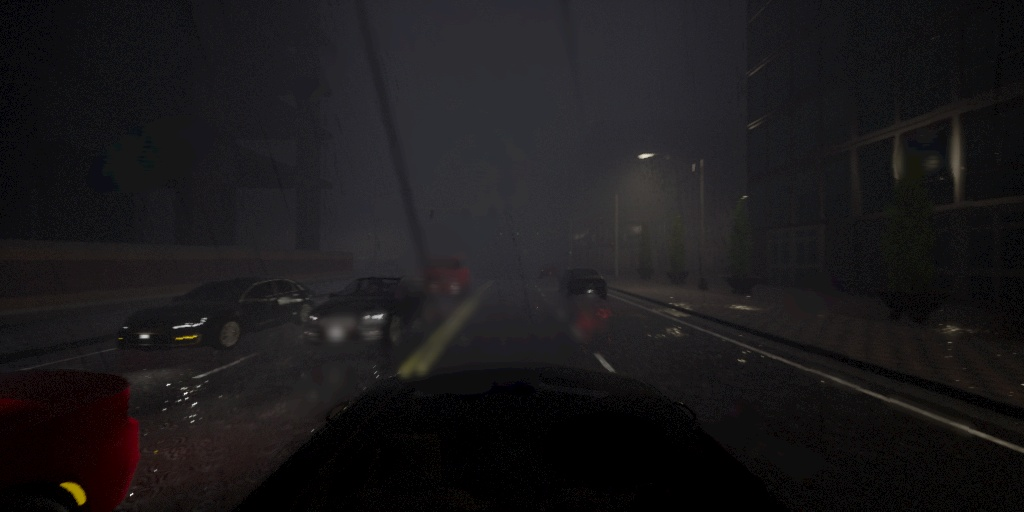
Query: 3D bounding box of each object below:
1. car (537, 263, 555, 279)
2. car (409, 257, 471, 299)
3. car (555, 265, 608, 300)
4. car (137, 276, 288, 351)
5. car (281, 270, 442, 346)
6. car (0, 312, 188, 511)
[{"bbox_3d":[3.540,1.426,34.397,1.812,1.442,4.674,0,0,0],"label":"car"},{"bbox_3d":[-3.537,1.065,19.314,2.150,2.045,5.566,0,0,1],"label":"car"},{"bbox_3d":[3.545,1.338,18.477,1.837,1.490,4.892,0,0,0],"label":"car"},{"bbox_3d":[-7.010,1.316,9.272,1.837,1.490,4.892,0,-1,0],"label":"car"},{"bbox_3d":[-3.507,1.290,9.615,2.128,1.511,4.902,0,0,0],"label":"car"},{"bbox_3d":[-3.598,1.227,0.406,1.882,1.535,5.008,0,0,0],"label":"car"}]
